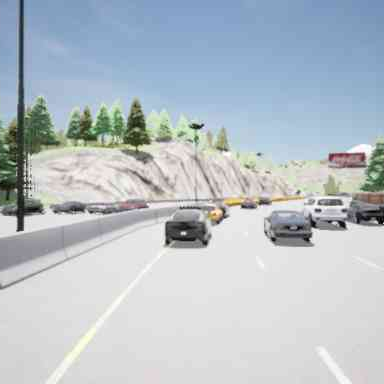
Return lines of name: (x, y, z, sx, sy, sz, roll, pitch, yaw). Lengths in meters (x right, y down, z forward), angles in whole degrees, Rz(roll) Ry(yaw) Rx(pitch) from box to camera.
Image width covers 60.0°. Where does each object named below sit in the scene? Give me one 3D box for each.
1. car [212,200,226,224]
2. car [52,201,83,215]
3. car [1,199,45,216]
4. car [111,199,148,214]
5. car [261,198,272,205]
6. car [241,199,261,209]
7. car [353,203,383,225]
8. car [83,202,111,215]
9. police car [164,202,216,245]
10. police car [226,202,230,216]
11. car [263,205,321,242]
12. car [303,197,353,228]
car: (1.361, 1.585, 25.931, 1.801, 1.575, 5.366, 0, 0, 10)
car: (-13.275, 1.679, 36.414, 1.812, 1.442, 4.674, 0, 0, 13)
car: (-17.321, 1.487, 34.272, 2.097, 1.767, 4.553, 0, 0, 12)
car: (-6.332, 1.513, 35.355, 2.097, 1.767, 4.553, 0, 0, 13)
car: (13.753, 1.833, 62.457, 1.837, 1.490, 4.892, 0, 0, 24)
car: (8.480, 1.819, 49.253, 1.994, 1.385, 4.181, 0, 0, 20)
car: (13.302, 1.656, 25.935, 1.837, 1.490, 4.892, 0, 0, 11)
car: (-9.659, 1.762, 36.684, 1.895, 1.301, 4.718, 0, 0, 13)
police car: (-0.060, 1.505, 16.219, 1.930, 1.638, 5.238, 0, 0, 6)
police car: (2.480, 1.584, 31.584, 1.930, 1.638, 5.238, 0, 0, 12)
car: (4.782, 1.640, 17.104, 2.033, 1.411, 5.357, 0, 0, 7)
car: (9.327, 1.355, 23.787, 2.150, 2.045, 5.566, 0, 0, 10)
